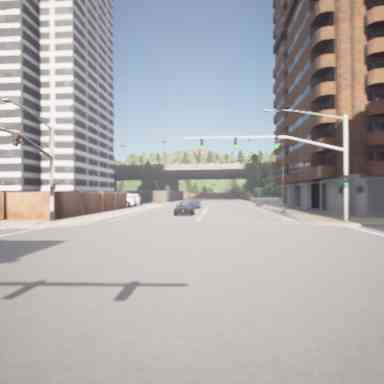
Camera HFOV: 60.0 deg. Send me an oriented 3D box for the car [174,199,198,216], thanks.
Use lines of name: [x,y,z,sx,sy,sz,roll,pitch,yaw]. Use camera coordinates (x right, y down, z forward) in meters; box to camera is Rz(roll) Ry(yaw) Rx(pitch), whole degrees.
car: [-0.750,1.765,35.400,1.994,1.385,4.181,-1,0,5]

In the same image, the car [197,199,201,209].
car: [0.394,1.817,50.023,2.033,1.411,5.357,-1,0,5]
